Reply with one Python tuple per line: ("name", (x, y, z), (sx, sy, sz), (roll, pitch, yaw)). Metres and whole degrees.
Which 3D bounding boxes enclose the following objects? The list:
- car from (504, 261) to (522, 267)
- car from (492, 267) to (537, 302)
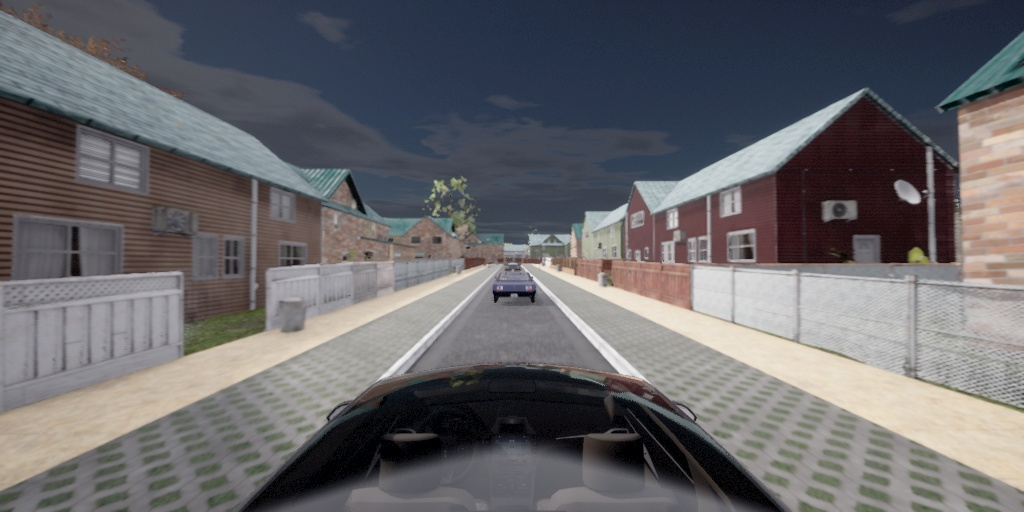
("car", (0.098, 1.282, 39.826), (1.812, 1.442, 4.674), (0, 0, 0))
("car", (0.099, 1.355, 17.034), (1.895, 1.301, 4.718), (0, 0, 0))
